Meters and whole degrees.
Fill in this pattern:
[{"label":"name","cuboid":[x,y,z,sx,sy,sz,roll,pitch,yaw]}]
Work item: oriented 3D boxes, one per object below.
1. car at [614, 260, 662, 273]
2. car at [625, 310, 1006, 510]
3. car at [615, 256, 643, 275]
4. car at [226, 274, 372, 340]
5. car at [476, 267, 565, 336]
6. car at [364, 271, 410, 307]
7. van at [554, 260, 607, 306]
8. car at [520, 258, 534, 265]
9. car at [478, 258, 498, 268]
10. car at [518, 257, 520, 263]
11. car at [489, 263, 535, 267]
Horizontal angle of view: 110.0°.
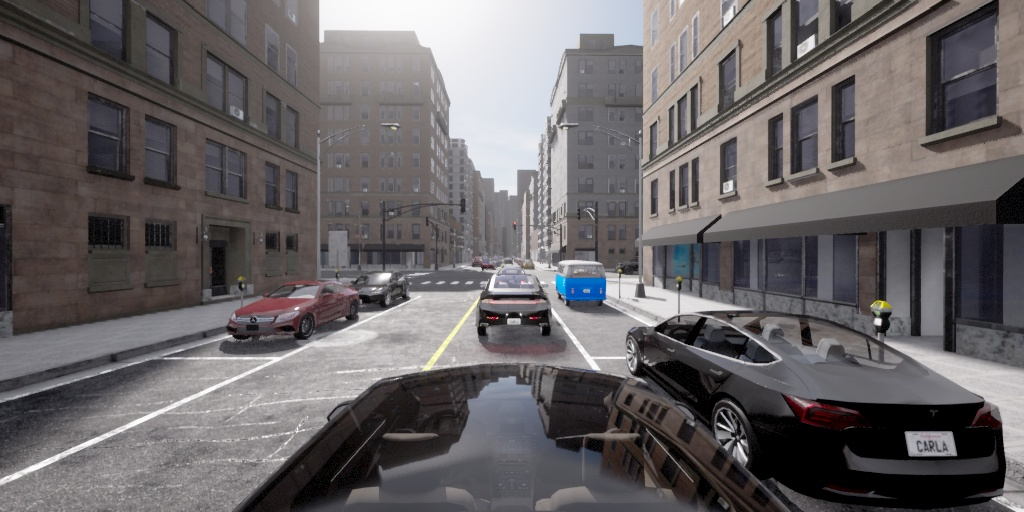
[{"label":"car","cuboid":[14.726,1.211,42.081,5.008,1.535,1.882,0,0,-1]},{"label":"car","cuboid":[2.852,1.316,4.522,1.948,1.339,4.313,0,0,0]},{"label":"car","cuboid":[14.108,0.964,38.823,5.566,2.045,2.150,0,0,-1]},{"label":"car","cuboid":[-5.683,1.331,9.942,1.802,1.307,4.207,0,0,0]},{"label":"car","cuboid":[0.057,1.241,10.388,2.128,1.511,4.902,0,0,0]},{"label":"car","cuboid":[-5.694,1.315,15.393,1.948,1.339,4.313,0,0,0]},{"label":"van","cuboid":[2.831,1.090,15.419,1.690,1.789,3.998,0,0,0]},{"label":"car","cuboid":[2.546,1.267,54.778,1.751,1.417,4.829,0,0,-1]},{"label":"car","cuboid":[-3.344,1.344,50.627,1.895,1.301,4.718,0,0,-1]},{"label":"car","cuboid":[2.462,1.179,60.133,1.967,1.591,4.097,0,0,-1]},{"label":"car","cuboid":[-0.034,1.297,20.131,2.033,1.411,5.357,0,0,0]}]
